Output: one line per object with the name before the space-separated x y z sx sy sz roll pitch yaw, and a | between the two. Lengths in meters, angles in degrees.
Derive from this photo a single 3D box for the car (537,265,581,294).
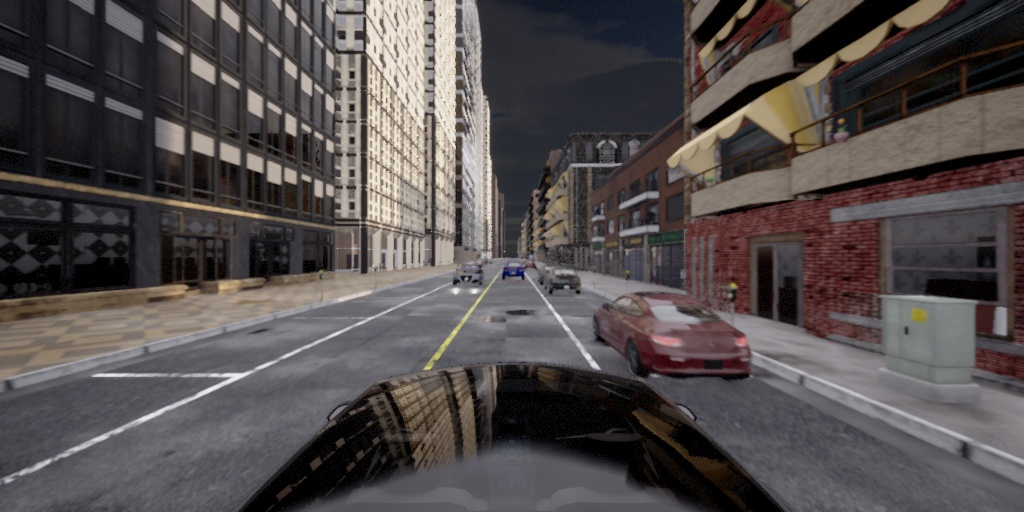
car | 2.700 1.295 19.876 2.007 1.370 4.403 0 0 0

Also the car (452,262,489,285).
car | -2.987 1.319 25.491 1.994 1.385 4.181 0 0 0

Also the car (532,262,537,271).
car | 2.704 1.293 25.524 2.007 1.370 4.403 0 0 0

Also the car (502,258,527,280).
car | 0.118 1.219 31.443 1.882 1.535 5.008 0 0 0

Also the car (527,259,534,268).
car | 2.720 1.323 53.767 1.802 1.307 4.207 0 0 0

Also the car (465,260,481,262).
car | -5.664 1.291 48.122 2.007 1.370 4.403 0 0 0

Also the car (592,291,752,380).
car | 2.743 1.330 6.958 1.802 1.307 4.207 0 0 0

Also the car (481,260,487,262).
car | -5.657 1.288 59.420 1.888 1.381 4.507 0 0 0
